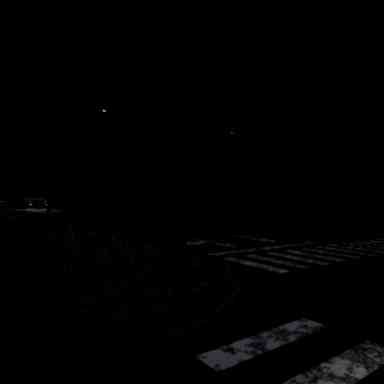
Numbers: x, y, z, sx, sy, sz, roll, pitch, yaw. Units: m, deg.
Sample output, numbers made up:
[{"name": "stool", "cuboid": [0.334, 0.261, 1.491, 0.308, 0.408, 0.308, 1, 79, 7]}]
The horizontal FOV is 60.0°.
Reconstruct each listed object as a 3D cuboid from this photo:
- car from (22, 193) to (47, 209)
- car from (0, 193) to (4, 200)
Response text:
[{"name": "car", "cuboid": [-20.733, 1.128, 43.731, 2.150, 2.045, 5.566, 2, -1, -36]}, {"name": "car", "cuboid": [-44.386, 1.008, 75.896, 2.097, 1.767, 4.553, 2, -1, -36]}]
